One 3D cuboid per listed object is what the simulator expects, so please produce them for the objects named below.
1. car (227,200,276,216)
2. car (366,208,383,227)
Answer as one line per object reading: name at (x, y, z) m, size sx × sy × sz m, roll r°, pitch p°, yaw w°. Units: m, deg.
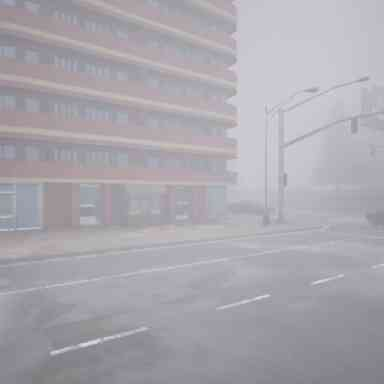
car at (5.843, 1.546, 33.375) m, size 2.033 × 1.411 × 5.357 m, roll 0°, pitch 0°, yaw -36°
car at (12.524, 1.601, 19.872) m, size 1.895 × 1.301 × 4.718 m, roll 0°, pitch 0°, yaw -1°
